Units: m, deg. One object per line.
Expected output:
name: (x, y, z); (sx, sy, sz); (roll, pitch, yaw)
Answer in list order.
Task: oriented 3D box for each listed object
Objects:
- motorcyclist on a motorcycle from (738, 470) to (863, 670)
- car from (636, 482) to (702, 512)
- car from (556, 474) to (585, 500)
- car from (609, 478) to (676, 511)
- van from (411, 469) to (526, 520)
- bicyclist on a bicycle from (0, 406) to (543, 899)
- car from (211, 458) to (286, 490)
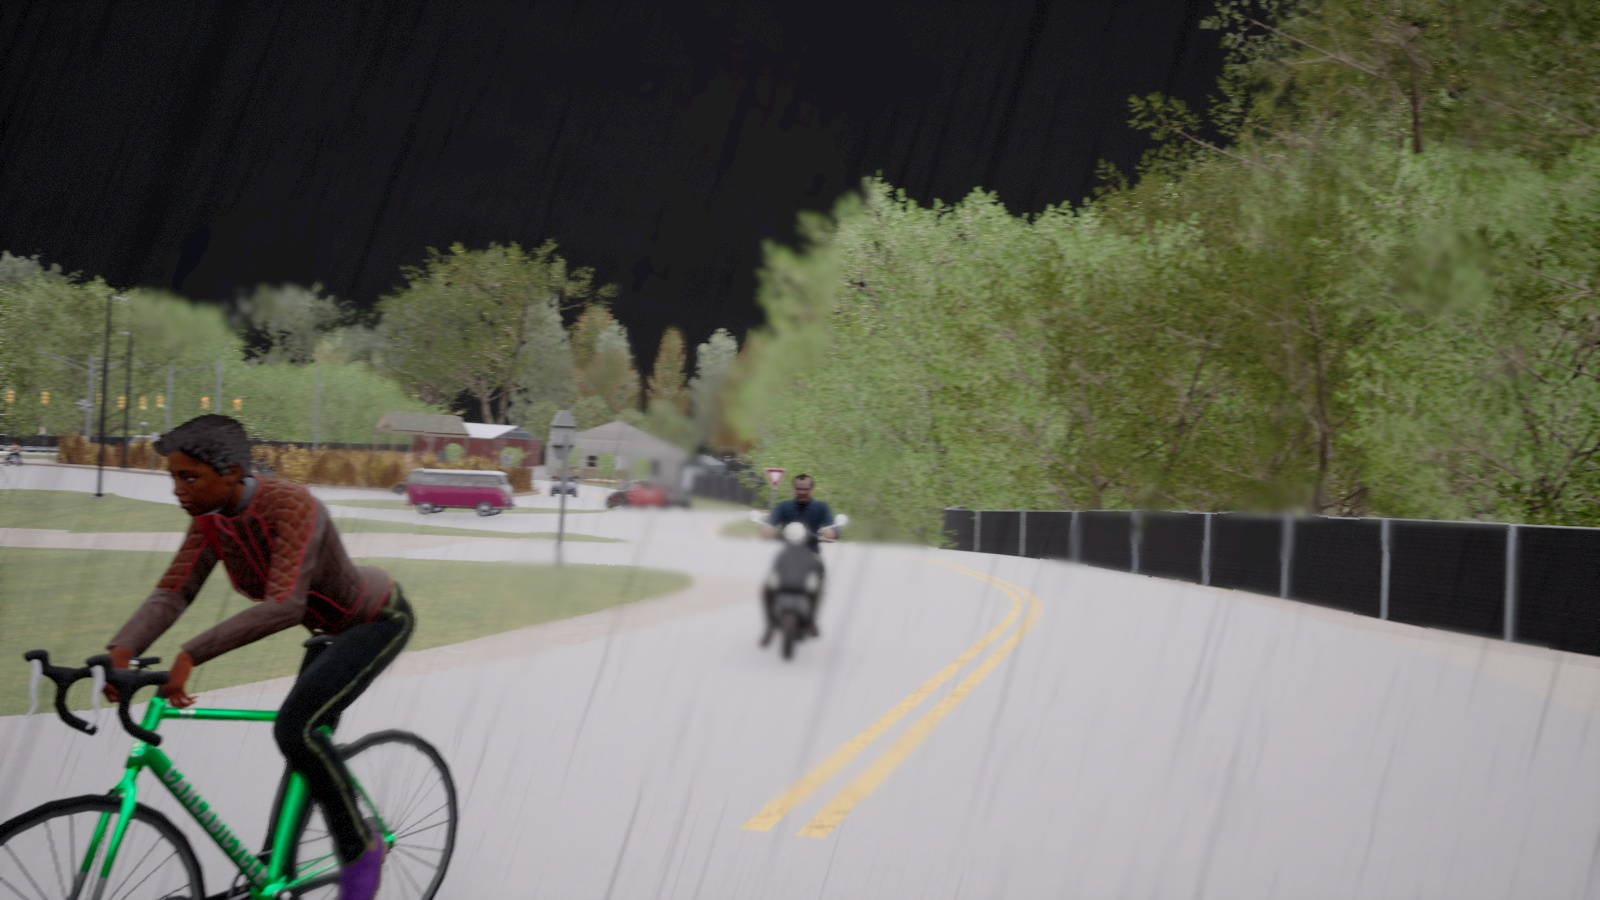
motorcyclist on a motorcycle: (0.050, 1.006, 11.119); (0.866, 1.590, 1.817); (2, -2, 6)
car: (-7.764, 2.766, 74.097); (1.851, 1.617, 3.988); (3, -2, -41)
car: (-15.446, 2.476, 84.629); (1.816, 1.474, 4.193); (3, 0, -9)
car: (-8.815, 2.513, 69.977); (2.242, 1.667, 4.611); (2, -4, -27)
van: (-14.362, 1.919, 54.512); (4.442, 1.987, 1.775); (2, 0, 3)
bicyclist on a bicycle: (-1.497, 0.741, 3.413); (0.582, 1.620, 1.656); (1, -1, 29)
car: (-32.993, 1.421, 75.128); (3.988, 1.617, 1.851); (3, 1, 23)
